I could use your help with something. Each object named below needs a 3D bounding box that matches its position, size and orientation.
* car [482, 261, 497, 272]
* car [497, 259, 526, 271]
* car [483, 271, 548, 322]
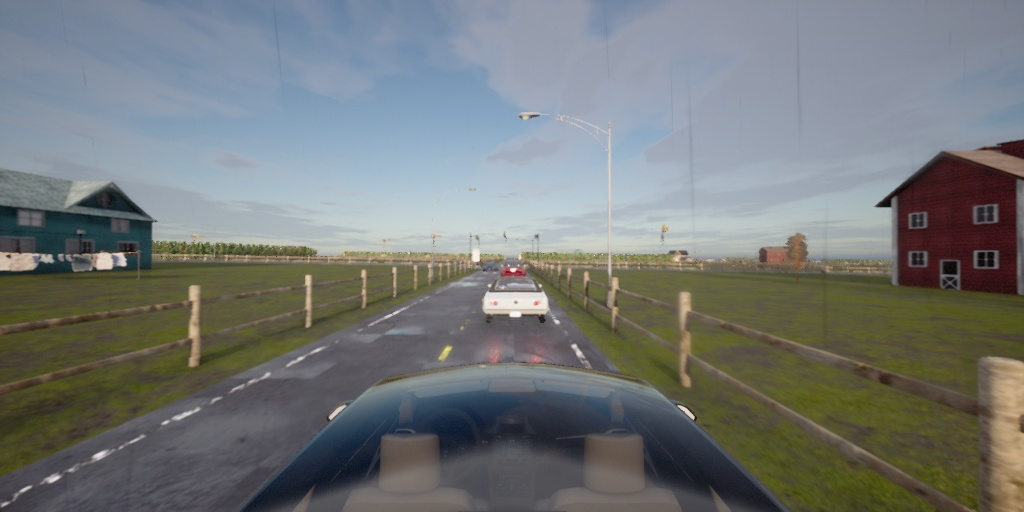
[{"bbox_3d":[-2.776,1.382,46.524,1.994,1.385,4.181,0,0,0],"label":"car"},{"bbox_3d":[0.121,1.142,29.936,2.097,1.767,4.553,0,0,0],"label":"car"},{"bbox_3d":[0.101,1.363,12.386,1.895,1.301,4.718,0,0,0],"label":"car"}]
